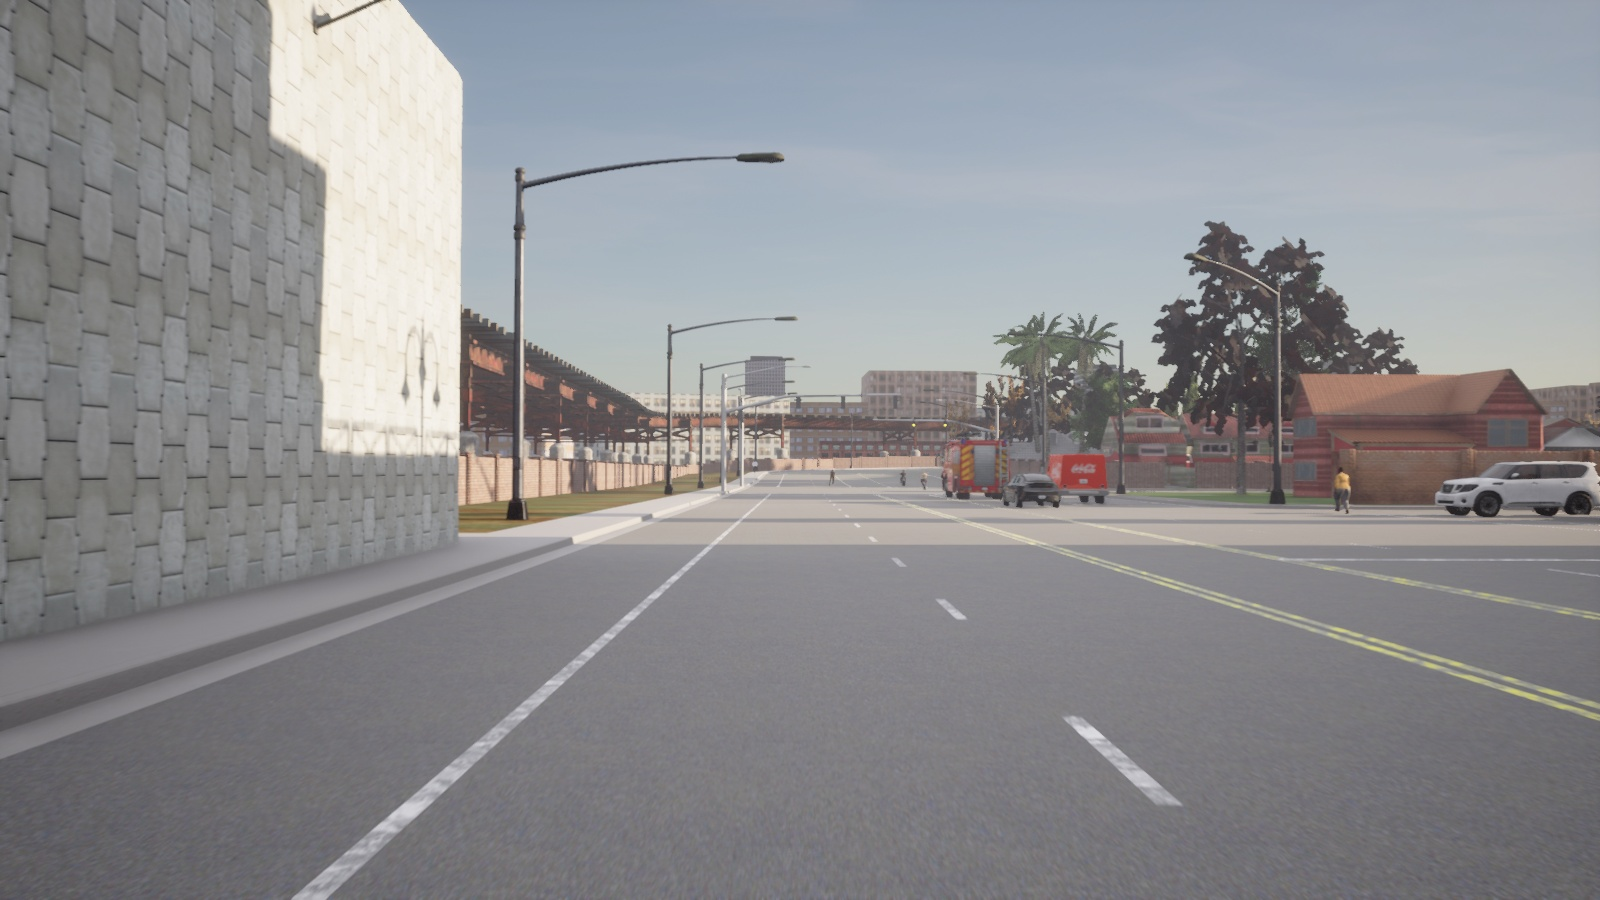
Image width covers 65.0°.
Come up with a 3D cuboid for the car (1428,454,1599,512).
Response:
[{"bbox_3d":[26.229,1.196,45.780,5.566,2.045,2.150,0,-1,-1],"label":"car"}]

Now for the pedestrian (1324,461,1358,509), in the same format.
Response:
[{"bbox_3d":[20.844,1.344,48.412,0.874,1.855,0.900,0,-1,-4],"label":"pedestrian"}]

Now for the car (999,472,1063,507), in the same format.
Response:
[{"bbox_3d":[10.317,1.722,56.396,1.837,1.490,4.892,0,-1,-2],"label":"car"}]

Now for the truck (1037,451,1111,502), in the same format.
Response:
[{"bbox_3d":[13.827,1.340,63.807,2.627,2.467,5.204,0,-1,0],"label":"truck"}]

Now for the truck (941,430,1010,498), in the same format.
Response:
[{"bbox_3d":[10.306,0.857,74.600,2.891,3.827,8.468,0,-1,0],"label":"truck"}]
